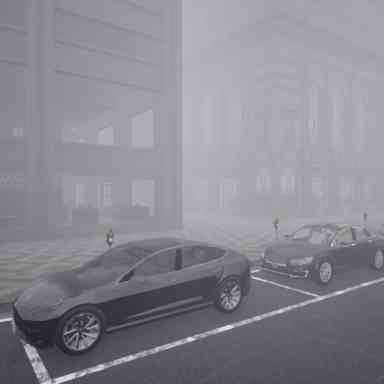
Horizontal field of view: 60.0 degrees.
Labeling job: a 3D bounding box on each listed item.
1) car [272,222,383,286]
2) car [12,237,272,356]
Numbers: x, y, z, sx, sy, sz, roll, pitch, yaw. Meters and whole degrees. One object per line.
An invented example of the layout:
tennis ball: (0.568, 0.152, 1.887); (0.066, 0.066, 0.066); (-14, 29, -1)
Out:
car: (3.791, 1.551, 9.333); (4.403, 1.369, 2.008); (0, 0, -35)
car: (-0.805, 1.566, 6.071); (4.313, 1.339, 1.947); (0, 0, -35)
